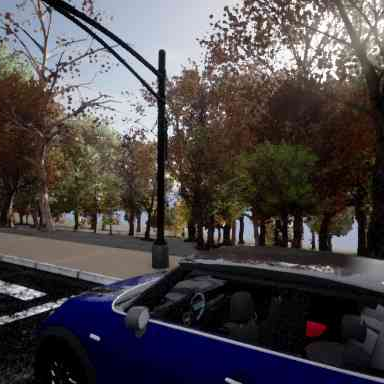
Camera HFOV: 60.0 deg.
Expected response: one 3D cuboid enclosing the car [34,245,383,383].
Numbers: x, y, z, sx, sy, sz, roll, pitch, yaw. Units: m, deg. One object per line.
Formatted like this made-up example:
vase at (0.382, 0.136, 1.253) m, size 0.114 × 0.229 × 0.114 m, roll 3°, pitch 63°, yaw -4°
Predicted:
car at (0.452, 1.352, 3.337) m, size 4.553 × 1.767 × 2.097 m, roll 0°, pitch 0°, yaw 34°
